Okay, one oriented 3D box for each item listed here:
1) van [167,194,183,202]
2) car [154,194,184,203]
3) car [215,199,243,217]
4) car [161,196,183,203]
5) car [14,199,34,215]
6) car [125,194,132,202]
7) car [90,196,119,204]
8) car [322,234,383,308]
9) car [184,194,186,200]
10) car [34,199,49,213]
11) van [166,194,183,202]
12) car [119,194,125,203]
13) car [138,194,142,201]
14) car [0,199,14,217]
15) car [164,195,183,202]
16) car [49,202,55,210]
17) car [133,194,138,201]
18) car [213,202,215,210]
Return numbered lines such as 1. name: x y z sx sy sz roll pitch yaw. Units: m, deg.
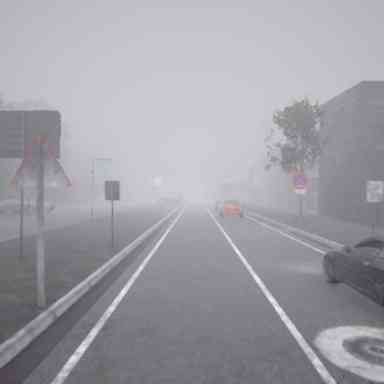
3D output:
1. van: -4.650 1.640 91.795 4.442 1.987 1.878 0 -1 1
2. car: -4.788 1.634 69.372 4.892 1.521 2.231 0 0 1
3. car: 3.664 1.457 32.257 2.097 1.767 4.553 0 0 1
4. car: -4.698 1.702 77.776 4.892 1.521 2.231 0 -1 1
5. car: -18.339 1.459 31.866 4.892 1.521 2.231 0 0 1
6. car: -17.706 1.549 80.694 4.553 1.767 2.185 0 -1 1
7. car: -17.902 1.559 66.771 5.008 1.535 2.097 0 0 1
8. car: 4.291 1.571 6.795 1.812 1.442 4.674 0 0 1
9. car: -4.787 1.401 72.175 5.566 2.045 2.435 0 0 1
10. car: -18.309 1.466 35.140 5.008 1.535 2.097 0 0 1
11. van: -4.478 1.572 86.186 4.442 1.987 1.878 0 -1 1
12. car: -17.843 1.595 72.339 5.008 1.535 2.097 0 0 1
13. car: -17.429 1.806 91.827 5.366 1.575 1.946 0 -1 1
14. car: -18.383 1.489 28.591 4.674 1.452 2.002 0 0 1
15. car: -4.595 1.637 83.382 4.553 1.767 2.185 0 -1 1
16. car: -18.262 1.515 38.288 4.674 1.452 2.002 0 0 1
17. car: -17.643 1.814 89.044 4.674 1.452 2.002 0 -1 1
18. car: 3.751 1.678 43.083 2.033 1.411 5.357 0 0 1
